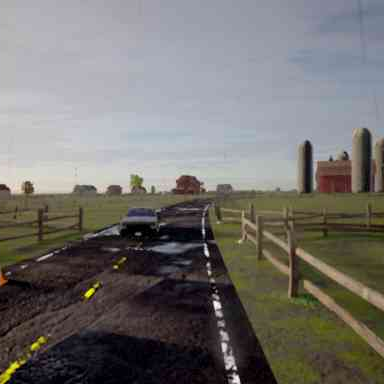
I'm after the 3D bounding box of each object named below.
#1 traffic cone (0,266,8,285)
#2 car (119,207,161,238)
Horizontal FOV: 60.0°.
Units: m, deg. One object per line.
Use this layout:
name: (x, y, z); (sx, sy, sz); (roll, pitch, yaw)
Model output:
traffic cone: (-4.725, 1.928, 8.098); (0.340, 0.580, 0.340); (0, 0, 0)
car: (-2.632, 1.486, 17.599); (2.033, 1.411, 5.357); (0, 0, -5)
